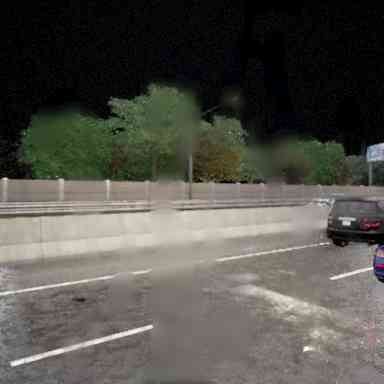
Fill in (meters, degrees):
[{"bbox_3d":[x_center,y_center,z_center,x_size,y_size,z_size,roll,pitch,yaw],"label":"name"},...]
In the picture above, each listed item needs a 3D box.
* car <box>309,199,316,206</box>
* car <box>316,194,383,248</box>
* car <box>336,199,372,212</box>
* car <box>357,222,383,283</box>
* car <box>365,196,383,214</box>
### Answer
[{"bbox_3d":[17.252,1.231,42.078,5.566,2.045,2.150,0,0,-35],"label":"car"},{"bbox_3d":[7.783,1.216,13.603,5.566,2.045,2.150,0,0,-35],"label":"car"},{"bbox_3d":[19.040,1.574,39.052,4.181,1.385,1.994,0,0,-35],"label":"car"},{"bbox_3d":[6.286,1.520,8.251,4.674,1.442,1.812,0,0,-35],"label":"car"},{"bbox_3d":[21.093,1.362,36.219,4.553,1.767,2.097,0,0,-35],"label":"car"}]
